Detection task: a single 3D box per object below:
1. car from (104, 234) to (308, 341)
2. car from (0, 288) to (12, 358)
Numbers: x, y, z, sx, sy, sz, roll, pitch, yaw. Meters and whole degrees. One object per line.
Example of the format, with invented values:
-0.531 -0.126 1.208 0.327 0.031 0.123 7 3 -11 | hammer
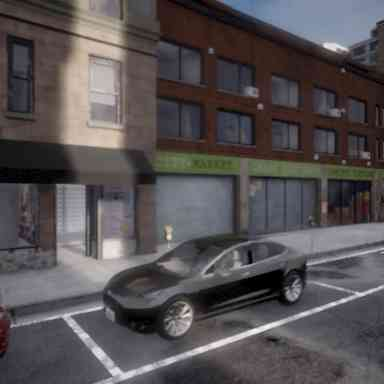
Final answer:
0.485 1.564 6.532 4.313 1.339 1.947 0 0 -35 | car
-4.143 1.583 3.233 4.206 1.307 1.802 0 0 -35 | car
